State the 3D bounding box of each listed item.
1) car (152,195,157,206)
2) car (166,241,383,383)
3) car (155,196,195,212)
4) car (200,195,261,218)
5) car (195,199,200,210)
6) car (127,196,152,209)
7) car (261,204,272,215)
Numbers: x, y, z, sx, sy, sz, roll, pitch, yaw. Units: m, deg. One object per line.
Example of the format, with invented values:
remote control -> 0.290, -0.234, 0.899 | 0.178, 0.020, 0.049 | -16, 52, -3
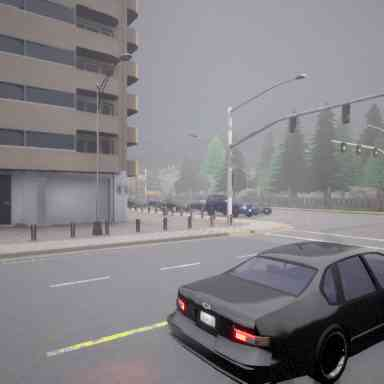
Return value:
car -> -4.853, 1.407, 49.248 | 2.097, 1.767, 4.553 | 0, 0, -36
car -> 2.238, 1.547, 5.377 | 5.357, 1.411, 2.033 | 0, 0, -35
car -> -2.089, 1.560, 39.408 | 1.837, 1.490, 4.892 | 0, 0, -36
car -> 3.506, 1.277, 31.639 | 2.150, 2.045, 5.566 | 0, 0, -36
car -> 1.094, 1.581, 40.992 | 1.812, 1.442, 4.674 | 0, 0, -36
car -> -8.168, 1.559, 47.858 | 1.837, 1.490, 4.892 | 0, 0, -36
car -> 6.127, 1.619, 33.990 | 1.994, 1.385, 4.181 | 0, 0, -36
